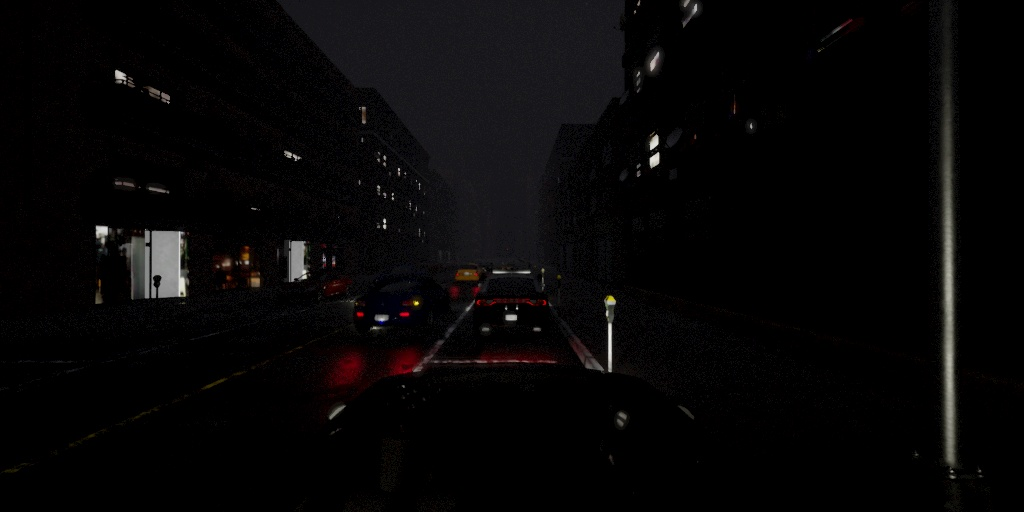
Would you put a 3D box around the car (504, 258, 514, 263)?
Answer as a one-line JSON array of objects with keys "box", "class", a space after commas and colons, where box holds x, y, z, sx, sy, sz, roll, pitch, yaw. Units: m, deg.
[{"box": [-0.456, 1.275, 39.173, 1.751, 1.417, 4.829, 0, 0, 0], "class": "car"}]

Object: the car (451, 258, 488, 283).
[{"box": [-3.144, 1.207, 27.506, 1.801, 1.575, 5.366, 0, 0, 0], "class": "car"}]

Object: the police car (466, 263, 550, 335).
[{"box": [-0.011, 1.175, 10.609, 1.930, 1.638, 5.238, 0, 0, 0], "class": "police car"}]

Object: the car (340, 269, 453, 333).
[{"box": [-3.058, 1.276, 10.683, 1.812, 1.442, 4.674, 0, 0, 0], "class": "car"}]

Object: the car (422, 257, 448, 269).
[{"box": [-8.837, 1.064, 39.007, 2.192, 1.841, 5.009, 0, 0, 0], "class": "car"}]

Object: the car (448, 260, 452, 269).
[{"box": [-8.837, 1.188, 44.643, 1.967, 1.591, 4.097, 0, 0, 0], "class": "car"}]

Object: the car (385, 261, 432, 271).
[{"box": [-6.246, 1.228, 20.478, 1.882, 1.535, 5.008, 0, 0, 0], "class": "car"}]

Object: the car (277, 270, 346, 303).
[{"box": [-8.837, 1.333, 16.462, 1.802, 1.307, 4.207, 0, 0, 0], "class": "car"}]
